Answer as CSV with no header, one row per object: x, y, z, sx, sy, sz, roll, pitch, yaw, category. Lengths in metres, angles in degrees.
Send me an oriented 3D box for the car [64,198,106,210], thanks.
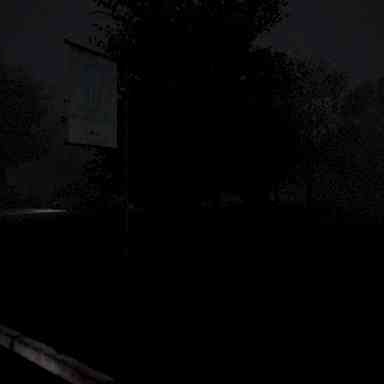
-13.290,1.472,42.724,2.128,1.511,4.902,0,0,38,car

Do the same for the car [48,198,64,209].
-16.682,1.509,44.077,1.812,1.442,4.674,0,0,38,car
